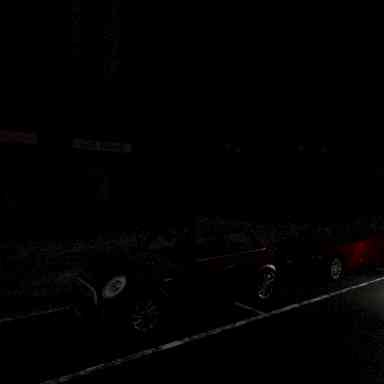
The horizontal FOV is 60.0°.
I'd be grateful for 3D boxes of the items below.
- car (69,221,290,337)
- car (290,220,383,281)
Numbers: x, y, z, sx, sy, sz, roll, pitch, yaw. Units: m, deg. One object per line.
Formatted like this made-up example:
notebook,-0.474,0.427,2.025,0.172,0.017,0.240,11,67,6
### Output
car,-0.244,1.441,6.588,4.097,1.590,1.967,0,1,-36
car,4.329,1.545,9.864,4.507,1.381,1.887,0,1,-36
